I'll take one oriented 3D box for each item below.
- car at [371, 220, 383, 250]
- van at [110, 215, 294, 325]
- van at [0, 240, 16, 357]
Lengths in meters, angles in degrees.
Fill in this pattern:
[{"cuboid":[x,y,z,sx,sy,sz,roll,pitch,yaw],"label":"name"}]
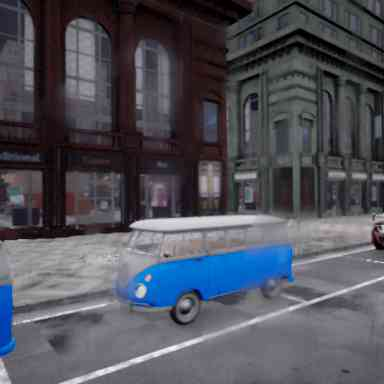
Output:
[{"cuboid":[9.416,1.406,13.740,5.009,1.841,2.192,0,-1,-37],"label":"car"},{"cuboid":[0.392,1.411,6.983,3.998,1.788,1.690,0,-1,-37],"label":"van"},{"cuboid":[-4.119,1.402,3.605,3.998,1.788,1.690,0,-1,-37],"label":"van"}]
